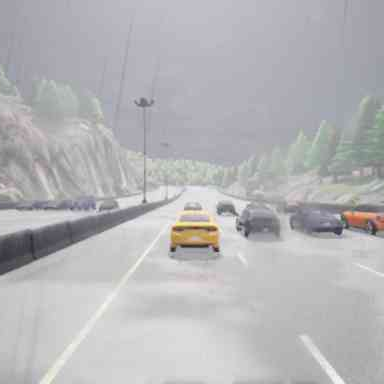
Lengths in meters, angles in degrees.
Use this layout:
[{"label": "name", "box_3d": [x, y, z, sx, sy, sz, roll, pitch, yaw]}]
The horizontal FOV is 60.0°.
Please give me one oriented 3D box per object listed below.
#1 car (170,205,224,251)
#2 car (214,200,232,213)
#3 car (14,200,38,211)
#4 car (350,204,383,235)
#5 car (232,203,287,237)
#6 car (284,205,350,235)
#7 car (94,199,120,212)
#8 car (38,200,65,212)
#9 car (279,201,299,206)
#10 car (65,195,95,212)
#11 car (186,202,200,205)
[{"label": "car", "box_3d": [0.101, 1.552, 14.428, 1.882, 1.535, 5.008, 0, 0, 0]}, {"label": "car", "box_3d": [3.604, 1.691, 36.345, 1.837, 1.490, 4.892, 0, 0, 0]}, {"label": "car", "box_3d": [-21.080, 1.771, 43.705, 2.033, 1.411, 5.357, 0, 0, 0]}, {"label": "car", "box_3d": [10.602, 1.453, 19.585, 2.097, 1.767, 4.553, 0, 0, 0]}, {"label": "car", "box_3d": [3.602, 1.602, 18.647, 1.837, 1.490, 4.892, 0, 0, 0]}, {"label": "car", "box_3d": [7.102, 1.664, 19.471, 1.994, 1.385, 4.181, 0, 0, 0]}, {"label": "car", "box_3d": [-10.584, 1.723, 42.662, 1.837, 1.490, 4.892, 0, 0, 0]}, {"label": "car", "box_3d": [-17.582, 1.769, 43.438, 2.033, 1.411, 5.357, 0, 0, 0]}, {"label": "car", "box_3d": [10.603, 1.711, 36.368, 1.812, 1.442, 4.674, 0, 0, 0]}, {"label": "car", "box_3d": [-14.084, 1.442, 43.179, 2.150, 2.045, 5.566, 0, 0, 0]}, {"label": "car", "box_3d": [0.103, 1.714, 32.531, 2.033, 1.411, 5.357, 0, 0, 0]}]
